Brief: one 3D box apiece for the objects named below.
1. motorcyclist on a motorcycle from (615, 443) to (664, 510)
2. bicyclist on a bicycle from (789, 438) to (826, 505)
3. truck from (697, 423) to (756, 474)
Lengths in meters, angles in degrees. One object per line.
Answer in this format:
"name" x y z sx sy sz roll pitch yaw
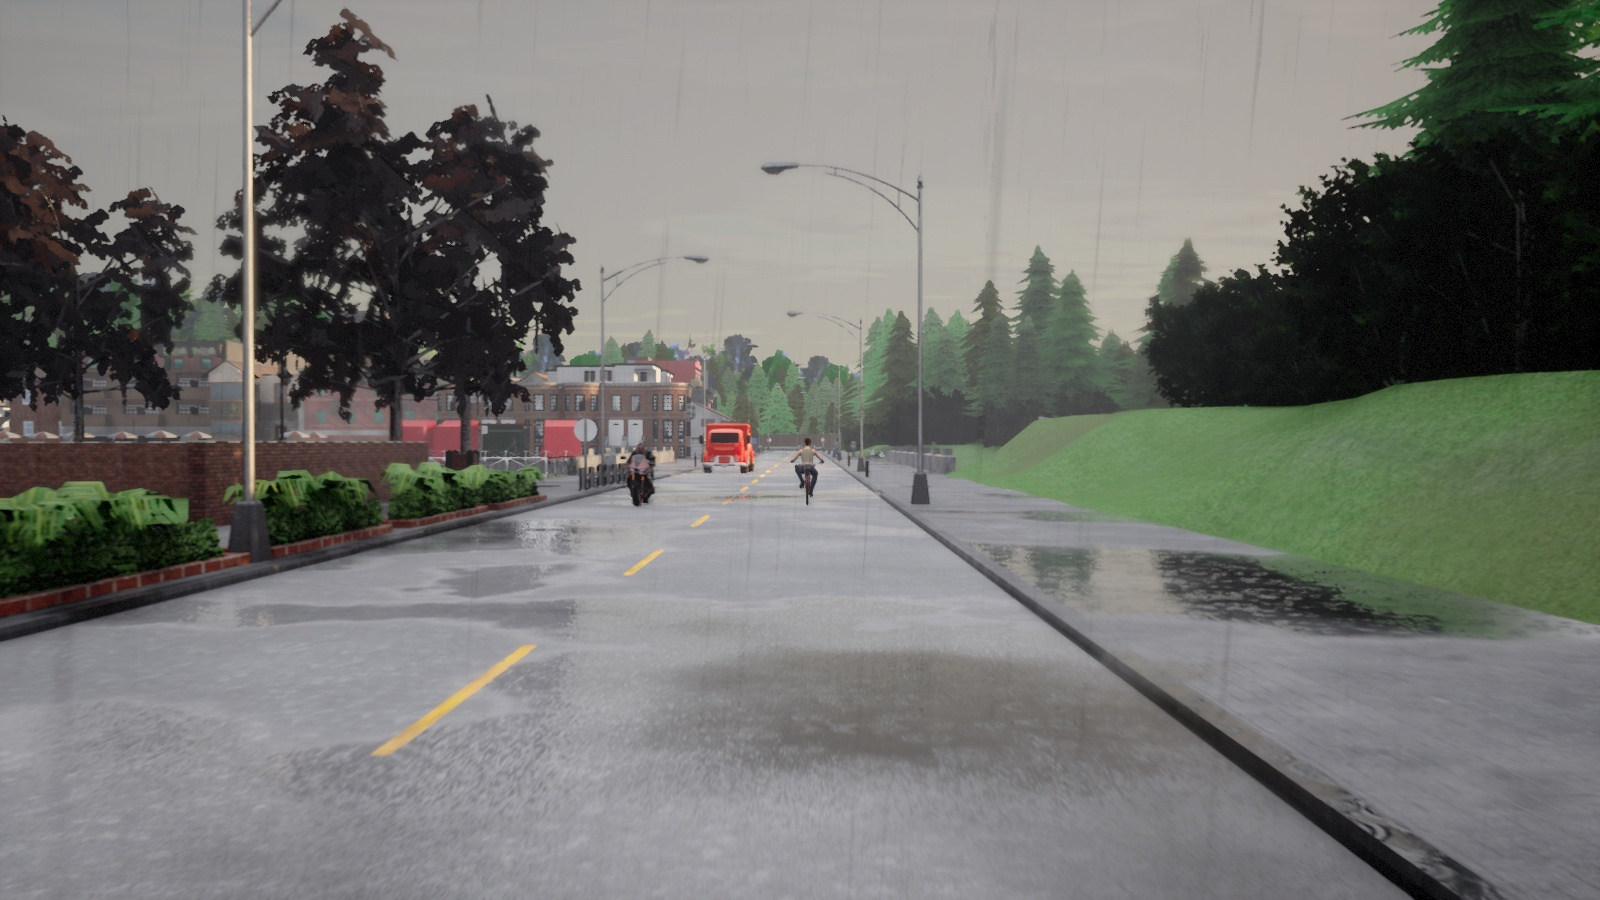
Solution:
"motorcyclist on a motorcycle" -3.822 0.609 30.083 0.866 1.530 2.191 0 0 0
"bicyclist on a bicycle" 0.182 0.510 30.776 0.866 1.612 1.509 0 0 0
"truck" -3.644 -0.104 62.922 2.627 2.467 5.204 0 1 0
